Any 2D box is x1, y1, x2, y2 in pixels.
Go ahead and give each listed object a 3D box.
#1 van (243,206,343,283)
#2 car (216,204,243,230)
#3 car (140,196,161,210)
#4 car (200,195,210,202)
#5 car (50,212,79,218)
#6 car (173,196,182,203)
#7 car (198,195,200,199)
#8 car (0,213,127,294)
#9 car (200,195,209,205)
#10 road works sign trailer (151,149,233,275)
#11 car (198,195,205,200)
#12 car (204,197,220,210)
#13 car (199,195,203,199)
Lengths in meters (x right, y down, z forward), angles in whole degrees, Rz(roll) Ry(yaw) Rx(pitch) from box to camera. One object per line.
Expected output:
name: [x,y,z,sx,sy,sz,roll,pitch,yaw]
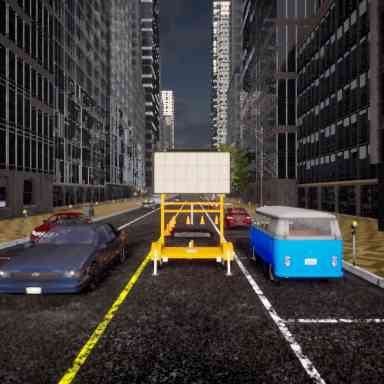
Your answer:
van: [2.693,1.341,9.385,1.690,1.788,3.998,0,0,0]
car: [2.696,1.581,20.769,1.802,1.307,4.206,0,0,0]
car: [-5.678,1.548,43.545,2.008,1.369,4.403,0,0,0]
car: [2.711,1.401,72.001,1.967,1.590,4.097,0,0,0]
car: [-5.686,1.581,15.082,1.802,1.307,4.206,0,0,0]
car: [-2.981,1.492,68.599,1.812,1.442,4.674,0,0,0]
car: [2.710,1.410,66.309,1.967,1.590,4.097,0,0,0]
car: [-3.098,1.547,9.181,2.033,1.411,5.357,0,0,0]
car: [2.705,1.544,49.232,2.008,1.369,4.403,0,0,0]
road works sign trailer: [0.003,0.464,10.405,2.380,3.560,2.880,0,0,0]
car: [2.719,1.462,94.772,1.887,1.381,4.507,0,0,0]
car: [2.701,1.581,37.847,1.802,1.307,4.206,0,0,0]
car: [2.706,1.538,54.924,2.008,1.369,4.403,0,0,0]
